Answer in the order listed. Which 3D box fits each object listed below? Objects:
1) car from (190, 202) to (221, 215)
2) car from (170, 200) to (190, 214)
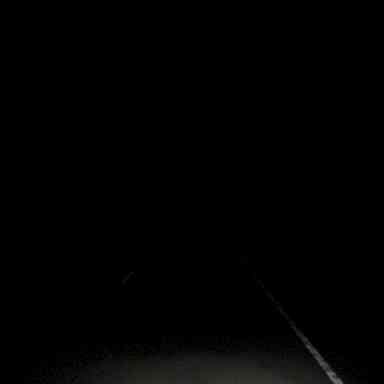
[{"bbox_3d":[1.932,1.986,39.637,2.033,1.411,5.357,0,-1,21],"label":"car"},{"bbox_3d":[-1.013,1.811,41.552,2.097,1.767,4.553,0,-1,22],"label":"car"}]
